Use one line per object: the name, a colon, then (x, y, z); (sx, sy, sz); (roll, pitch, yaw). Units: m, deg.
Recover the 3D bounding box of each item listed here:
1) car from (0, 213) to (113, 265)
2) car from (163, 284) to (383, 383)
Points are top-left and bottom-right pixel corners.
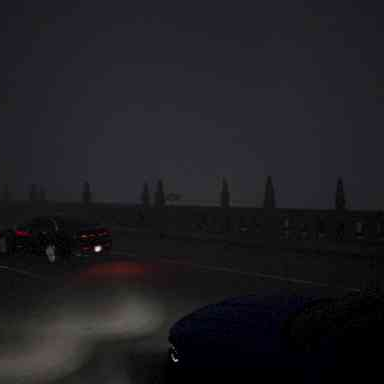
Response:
car: (-4.903, 1.499, 11.664); (4.892, 1.490, 1.837); (0, 0, 35)
car: (2.021, 1.478, 2.548); (5.008, 1.535, 1.882); (0, 0, 35)
